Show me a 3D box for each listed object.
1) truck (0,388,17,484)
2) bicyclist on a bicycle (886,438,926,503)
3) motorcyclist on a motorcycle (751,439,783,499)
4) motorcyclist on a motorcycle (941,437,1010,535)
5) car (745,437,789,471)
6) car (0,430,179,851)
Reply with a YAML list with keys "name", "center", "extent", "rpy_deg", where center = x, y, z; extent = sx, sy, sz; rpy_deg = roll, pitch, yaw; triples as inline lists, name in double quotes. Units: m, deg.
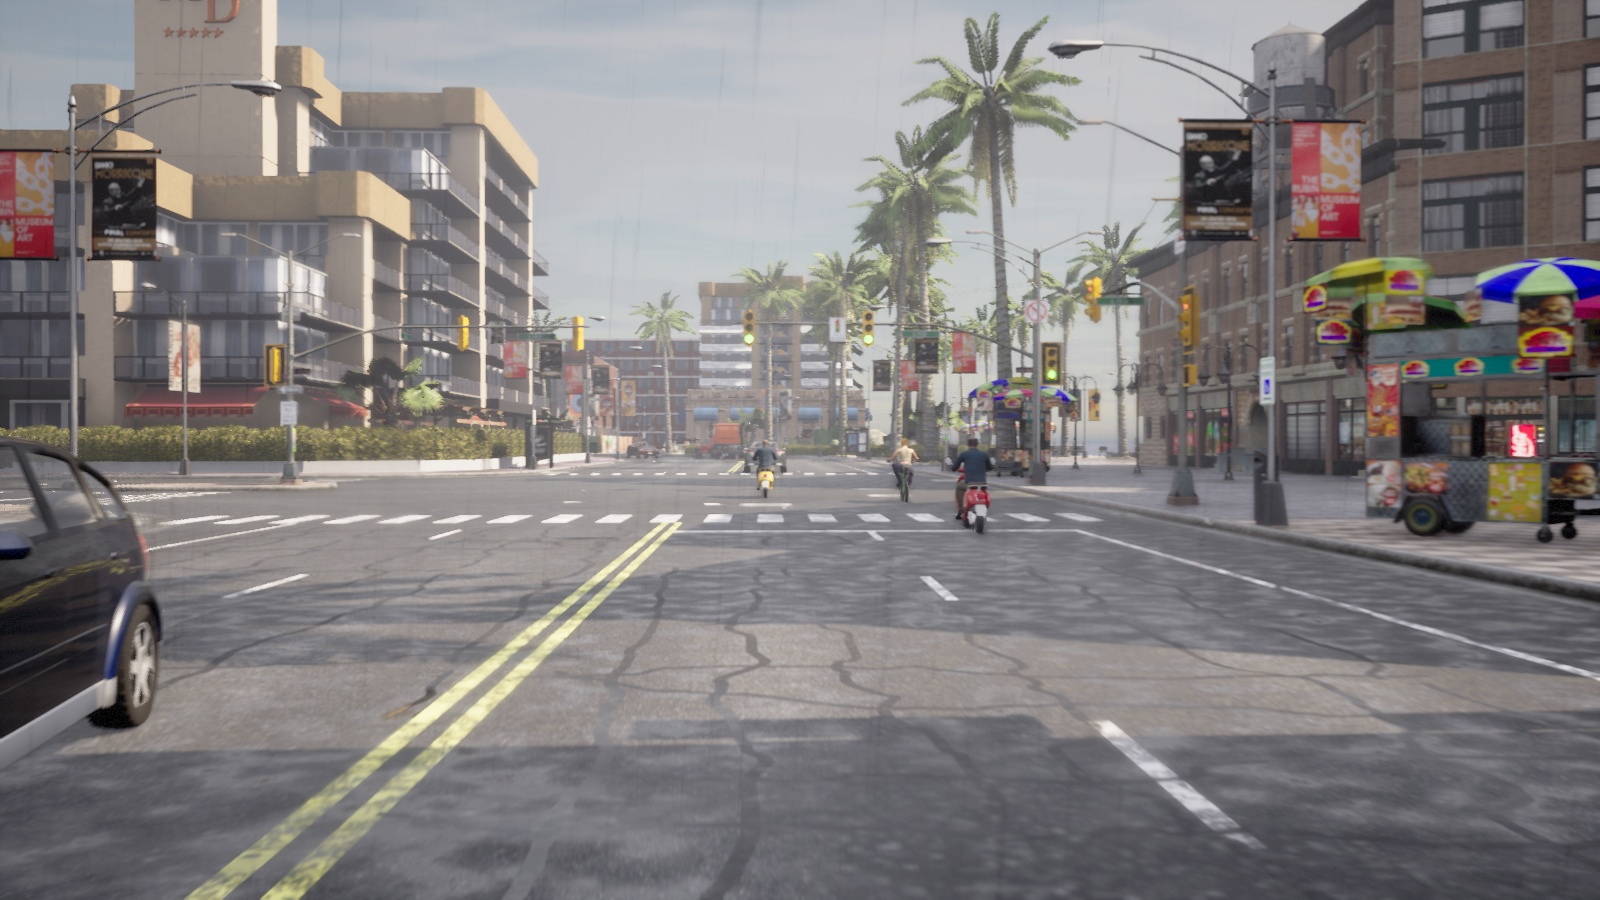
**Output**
- name: "truck"
  center: [-32.723, -0.494, 44.608]
  extent: [7.936, 3.462, 2.891]
  rpy_deg: [0, 0, -2]
- name: "bicyclist on a bicycle"
  center: [2.661, 0.505, 31.721]
  extent: [0.866, 1.612, 1.509]
  rpy_deg: [0, 0, -1]
- name: "motorcyclist on a motorcycle"
  center: [-0.915, 0.504, 34.640]
  extent: [0.866, 1.590, 1.817]
  rpy_deg: [0, 0, -2]
- name: "motorcyclist on a motorcycle"
  center: [2.952, 0.580, 21.309]
  extent: [0.866, 1.590, 1.817]
  rpy_deg: [0, 0, -2]
- name: "car"
  center: [-1.704, 0.165, 63.828]
  extent: [2.152, 1.651, 5.027]
  rpy_deg: [0, 0, -2]
- name: "car"
  center: [-3.963, 0.695, 5.076]
  extent: [1.789, 1.549, 3.705]
  rpy_deg: [0, 0, -13]
